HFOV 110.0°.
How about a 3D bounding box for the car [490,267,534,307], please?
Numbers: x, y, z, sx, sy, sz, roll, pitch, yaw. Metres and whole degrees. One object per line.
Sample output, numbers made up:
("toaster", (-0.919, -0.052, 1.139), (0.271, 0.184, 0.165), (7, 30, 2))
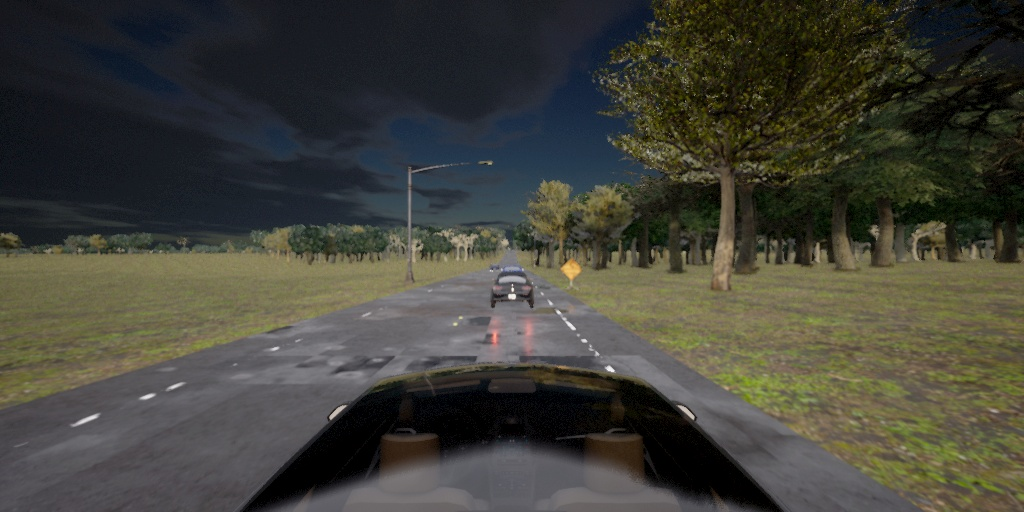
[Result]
("car", (0.015, 1.426, 16.239), (1.812, 1.442, 4.674), (0, 0, 0))

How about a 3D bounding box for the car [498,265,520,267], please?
("car", (0.027, 1.557, 31.339), (1.882, 1.535, 5.008), (0, 0, 0))

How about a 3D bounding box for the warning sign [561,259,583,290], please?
("warning sign", (3.565, 1.077, 21.509), (1.300, 1.860, 1.060), (0, 0, 0))
